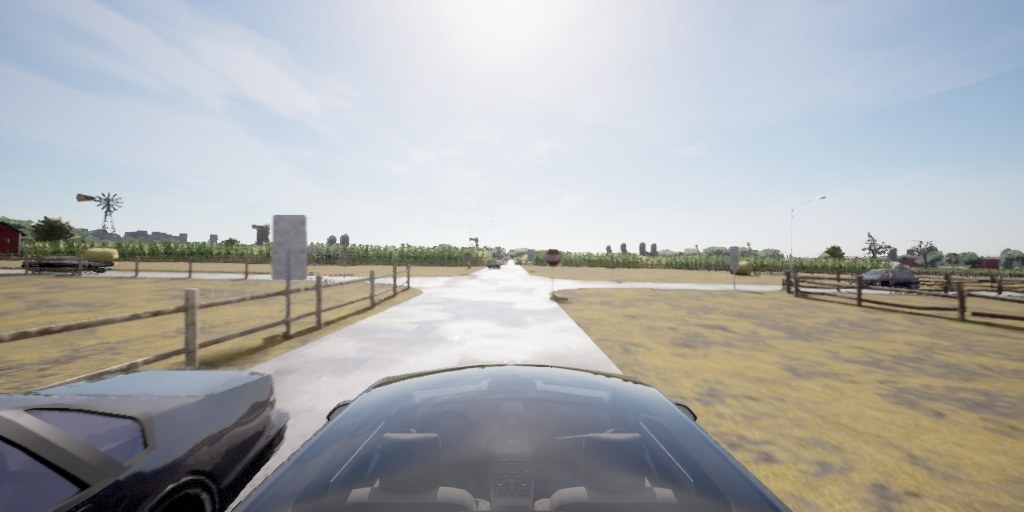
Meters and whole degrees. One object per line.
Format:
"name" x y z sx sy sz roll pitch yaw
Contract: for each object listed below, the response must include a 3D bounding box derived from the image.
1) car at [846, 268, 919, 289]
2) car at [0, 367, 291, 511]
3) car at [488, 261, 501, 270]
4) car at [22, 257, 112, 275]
"car" 30.617 1.870 29.723 4.553 1.767 2.097 1 -1 0
"car" -2.846 1.299 0.733 2.033 1.411 5.357 0 0 0
"car" -2.730 1.451 55.552 1.895 1.301 4.718 0 0 0
"car" -32.932 0.701 26.690 4.718 1.301 1.895 1 -1 0
